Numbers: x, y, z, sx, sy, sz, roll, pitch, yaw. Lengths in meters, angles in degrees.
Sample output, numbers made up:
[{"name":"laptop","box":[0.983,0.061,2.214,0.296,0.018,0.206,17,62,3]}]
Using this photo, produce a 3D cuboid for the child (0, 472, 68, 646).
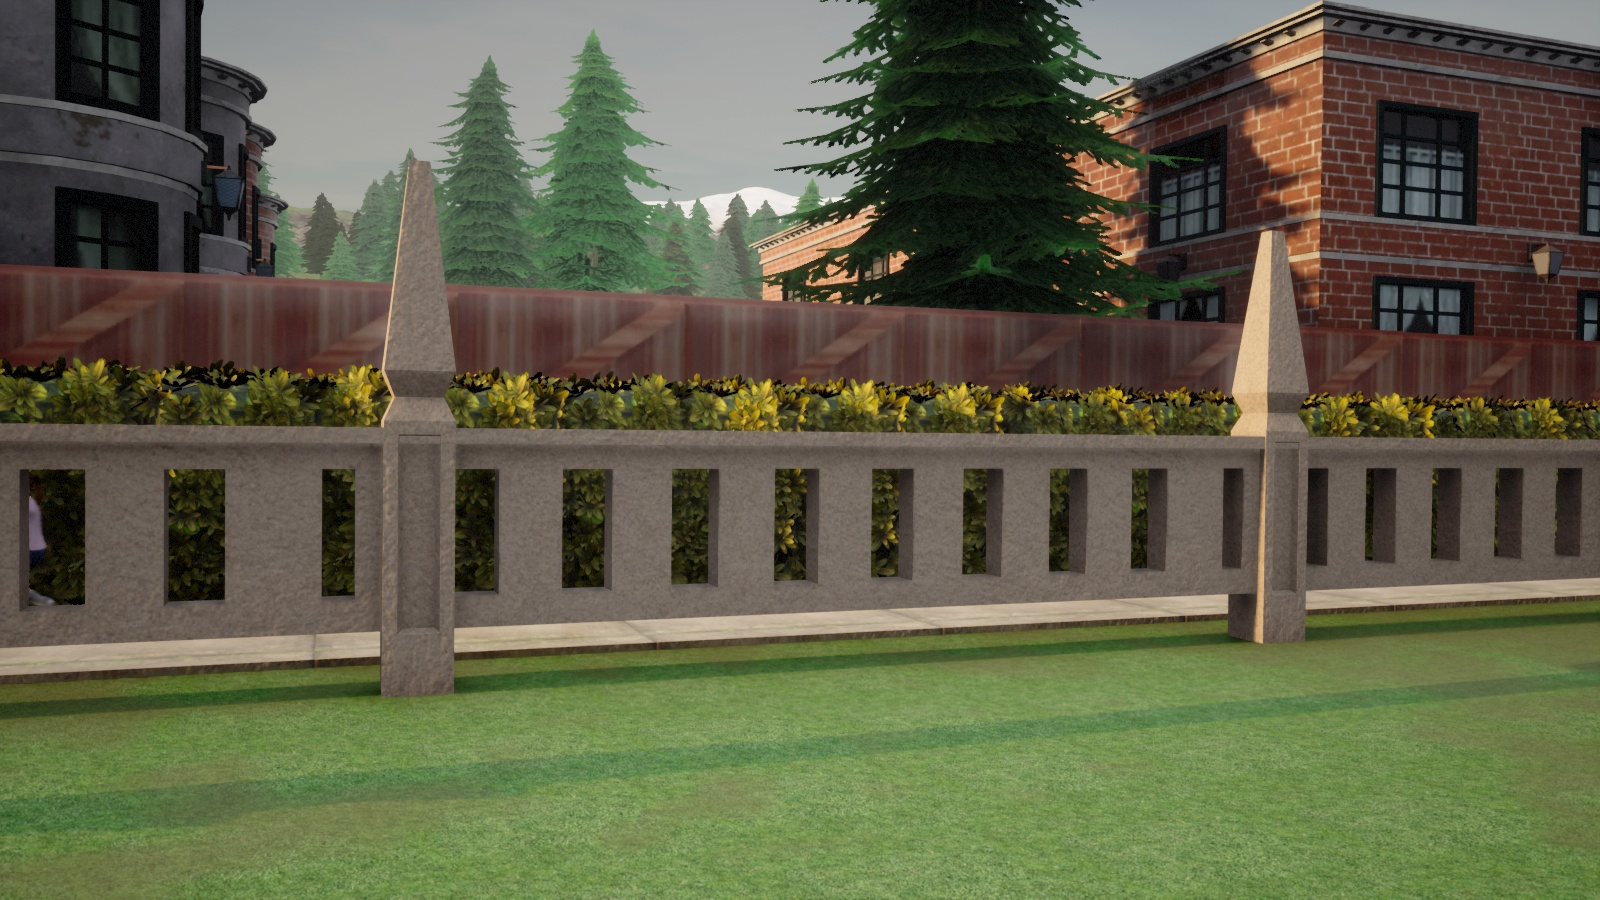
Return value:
[{"name":"child","box":[-5.076,0.707,8.263,0.394,1.110,0.255,-1,1,-20]}]
